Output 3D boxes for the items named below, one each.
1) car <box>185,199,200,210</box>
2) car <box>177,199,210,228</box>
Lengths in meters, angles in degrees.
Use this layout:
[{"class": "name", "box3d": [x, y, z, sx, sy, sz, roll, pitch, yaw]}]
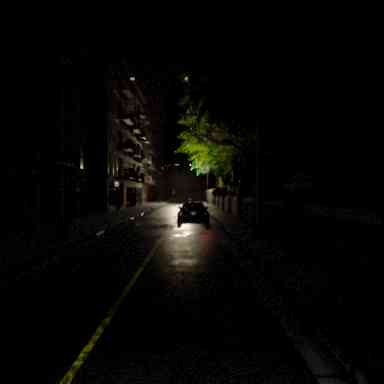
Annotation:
[{"class": "car", "box3d": [0.072, 1.686, 44.928, 1.994, 1.385, 4.181, 0, 0, 0]}, {"class": "car", "box3d": [0.084, 1.416, 23.132, 2.097, 1.767, 4.553, 0, 0, 0]}]
